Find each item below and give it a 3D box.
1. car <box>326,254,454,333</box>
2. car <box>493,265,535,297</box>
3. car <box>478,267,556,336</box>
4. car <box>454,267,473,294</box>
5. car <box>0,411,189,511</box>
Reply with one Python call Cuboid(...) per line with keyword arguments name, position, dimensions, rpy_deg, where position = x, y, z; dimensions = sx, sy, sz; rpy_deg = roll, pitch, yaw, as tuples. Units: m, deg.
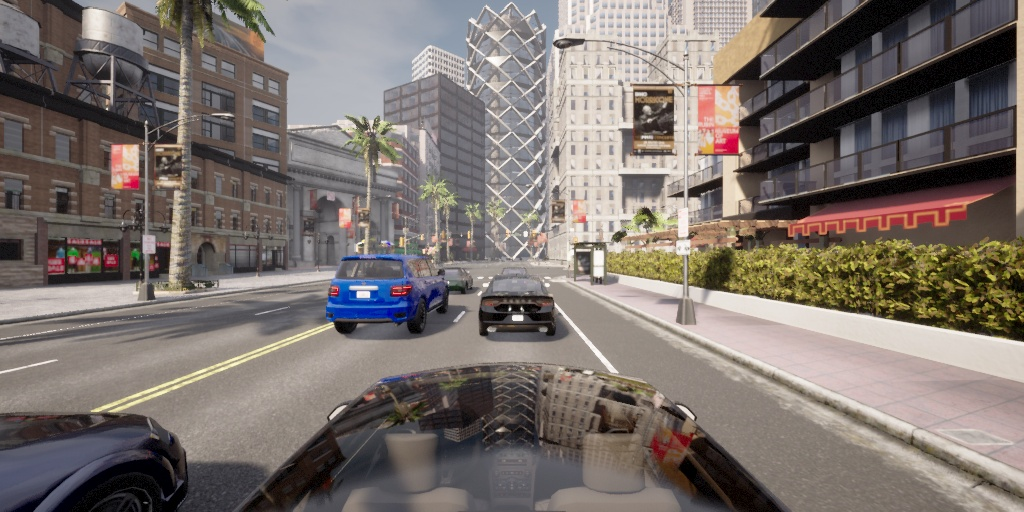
Cuboid(name="car", position=(-3.379, 0.971, 10.855), dimensions=(2.150, 2.045, 5.566), rpy_deg=(0, 0, 0))
Cuboid(name="car", position=(0.139, 1.297, 20.041), dimensions=(2.033, 1.411, 5.357), rpy_deg=(0, 0, 0))
Cuboid(name="car", position=(0.128, 1.228, 10.451), dimensions=(1.882, 1.535, 5.008), rpy_deg=(0, 0, 0))
Cuboid(name="car", position=(-3.355, 1.314, 20.214), dimensions=(1.994, 1.385, 4.181), rpy_deg=(0, 0, 0))
Cuboid(name="car", position=(-3.341, 1.314, 0.846), dimensions=(1.994, 1.385, 4.181), rpy_deg=(0, 0, 0))
